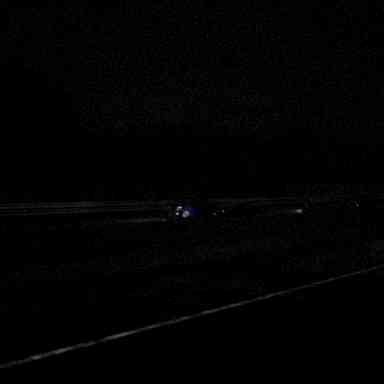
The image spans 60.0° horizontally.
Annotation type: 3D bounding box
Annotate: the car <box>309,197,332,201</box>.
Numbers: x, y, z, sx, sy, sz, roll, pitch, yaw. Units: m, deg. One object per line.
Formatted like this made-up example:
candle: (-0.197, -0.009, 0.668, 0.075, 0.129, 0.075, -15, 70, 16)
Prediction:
car: (15.283, 1.347, 40.221, 4.674, 1.442, 1.812, -1, 0, -35)

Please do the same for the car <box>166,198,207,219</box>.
car: (-0.039, 1.326, 28.724, 4.553, 1.767, 2.097, 0, 0, -38)

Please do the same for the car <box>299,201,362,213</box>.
car: (9.688, 1.546, 23.583, 4.718, 1.301, 1.895, 0, 0, -35)

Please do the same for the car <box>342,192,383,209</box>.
car: (19.993, 1.001, 39.276, 5.566, 2.045, 2.150, -1, 1, -35)

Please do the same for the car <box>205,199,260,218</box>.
car: (3.721, 1.486, 27.836, 4.674, 1.442, 1.812, 0, 0, -35)
